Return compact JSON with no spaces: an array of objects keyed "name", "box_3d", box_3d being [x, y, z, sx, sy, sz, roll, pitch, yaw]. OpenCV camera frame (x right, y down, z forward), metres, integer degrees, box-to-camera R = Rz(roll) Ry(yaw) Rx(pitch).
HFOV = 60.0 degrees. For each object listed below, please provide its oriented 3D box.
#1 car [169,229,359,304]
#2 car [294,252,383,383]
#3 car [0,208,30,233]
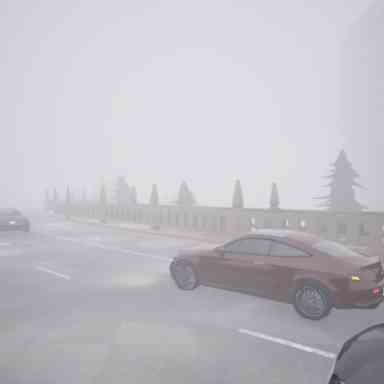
[{"name":"car","box_3d":[1.617,1.560,7.346,4.674,1.442,1.812,0,0,38]},{"name":"car","box_3d":[3.336,1.507,1.751,4.902,1.511,2.128,0,0,35]},{"name":"car","box_3d":[-10.988,1.618,19.438,1.994,1.385,4.181,0,0,-41]}]
